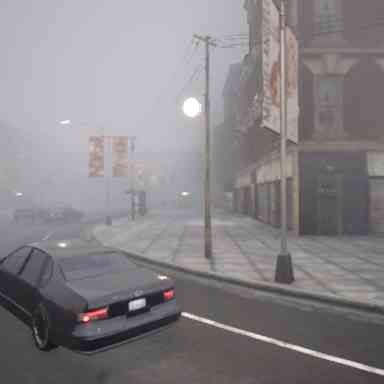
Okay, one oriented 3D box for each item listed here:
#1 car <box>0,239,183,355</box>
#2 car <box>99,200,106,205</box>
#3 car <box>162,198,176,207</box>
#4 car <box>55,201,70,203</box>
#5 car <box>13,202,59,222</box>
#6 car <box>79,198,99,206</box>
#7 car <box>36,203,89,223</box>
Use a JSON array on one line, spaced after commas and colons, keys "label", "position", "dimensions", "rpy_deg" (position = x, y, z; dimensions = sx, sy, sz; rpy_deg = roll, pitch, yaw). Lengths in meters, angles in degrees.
[{"label": "car", "position": [-2.515, 1.641, 6.427], "dimensions": [2.033, 1.411, 5.357], "rpy_deg": [0, -1, -44]}, {"label": "car", "position": [-23.797, 2.753, 83.296], "dimensions": [1.895, 1.301, 4.718], "rpy_deg": [0, -1, 1]}, {"label": "car", "position": [-6.810, 2.735, 94.133], "dimensions": [2.231, 1.521, 4.892], "rpy_deg": [0, -1, 11]}, {"label": "car", "position": [-18.129, 2.000, 45.638], "dimensions": [2.097, 1.767, 4.553], "rpy_deg": [0, -1, 2]}, {"label": "car", "position": [-14.659, 1.939, 30.920], "dimensions": [2.128, 1.511, 4.902], "rpy_deg": [0, -1, 0]}, {"label": "car", "position": [-23.925, 2.291, 75.907], "dimensions": [2.435, 2.045, 5.566], "rpy_deg": [0, -1, 1]}, {"label": "car", "position": [-11.339, 1.969, 29.634], "dimensions": [2.033, 1.411, 5.357], "rpy_deg": [0, -1, 1]}]
